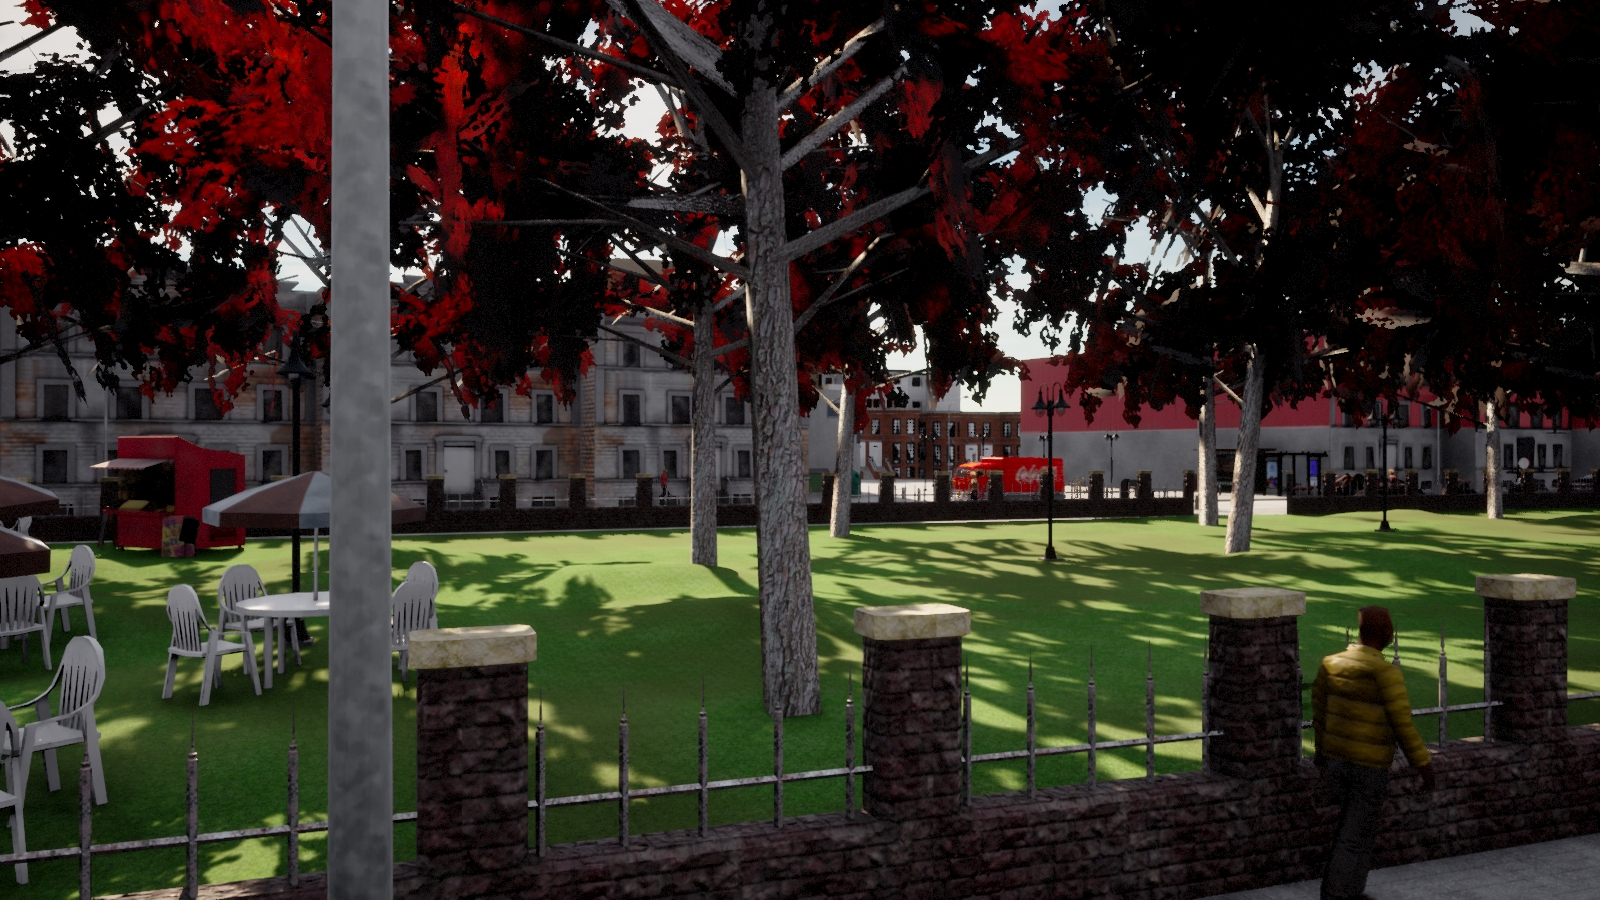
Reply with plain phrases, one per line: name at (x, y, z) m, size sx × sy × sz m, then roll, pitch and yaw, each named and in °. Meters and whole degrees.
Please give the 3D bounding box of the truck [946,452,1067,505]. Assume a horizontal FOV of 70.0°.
truck at (10.044, 1.359, 55.687) m, size 5.204 × 2.467 × 2.627 m, roll 0°, pitch 0°, yaw -20°

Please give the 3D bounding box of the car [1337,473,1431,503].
car at (29.992, 1.930, 58.701) m, size 4.181 × 1.385 × 1.994 m, roll -1°, pitch 0°, yaw -20°

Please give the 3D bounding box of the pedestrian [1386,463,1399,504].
pedestrian at (27.273, 1.542, 52.589) m, size 0.375 × 1.860 × 0.375 m, roll 0°, pitch 0°, yaw -20°

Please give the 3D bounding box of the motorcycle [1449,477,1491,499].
motorcycle at (35.641, 2.013, 60.770) m, size 2.033 × 1.145 × 0.803 m, roll 1°, pitch 0°, yaw -20°

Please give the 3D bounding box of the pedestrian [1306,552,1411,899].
pedestrian at (3.137, 1.527, 6.425) m, size 0.375 × 1.860 × 0.375 m, roll 0°, pitch 0°, yaw -20°

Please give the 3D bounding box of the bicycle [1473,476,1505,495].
bicycle at (40.207, 2.060, 66.658) m, size 1.487 × 1.080 × 0.859 m, roll 0°, pitch 0°, yaw -20°

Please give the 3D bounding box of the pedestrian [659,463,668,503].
pedestrian at (-6.381, 1.530, 53.418) m, size 0.375 × 1.860 × 0.375 m, roll 0°, pitch 0°, yaw -20°

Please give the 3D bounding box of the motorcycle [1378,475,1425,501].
motorcycle at (31.146, 1.969, 59.123) m, size 2.356 × 1.277 × 0.764 m, roll 0°, pitch 0°, yaw -20°

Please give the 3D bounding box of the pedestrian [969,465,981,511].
pedestrian at (7.066, 1.532, 46.134) m, size 0.375 × 1.860 × 0.375 m, roll 0°, pitch 0°, yaw -17°
